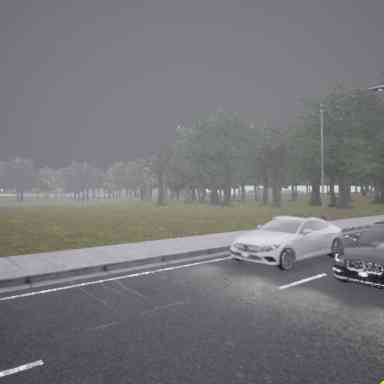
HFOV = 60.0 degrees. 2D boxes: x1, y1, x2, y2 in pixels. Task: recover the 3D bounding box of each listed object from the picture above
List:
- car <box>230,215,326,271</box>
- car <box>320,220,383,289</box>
[{"bbox_3d":[3.315,1.520,11.042,4.674,1.442,1.812,0,0,-40],"label":"car"},{"bbox_3d":[5.517,1.499,8.645,4.892,1.490,1.837,0,0,-40],"label":"car"}]
